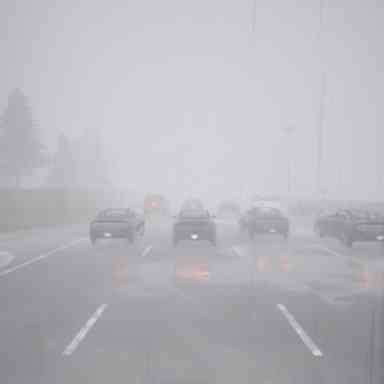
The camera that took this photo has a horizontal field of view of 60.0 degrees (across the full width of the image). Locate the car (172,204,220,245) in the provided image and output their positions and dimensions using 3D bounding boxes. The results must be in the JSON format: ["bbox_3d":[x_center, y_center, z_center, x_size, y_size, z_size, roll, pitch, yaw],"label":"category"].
[{"bbox_3d":[0.102,1.525,15.671,1.837,1.490,4.892,0,0,0],"label":"car"}]

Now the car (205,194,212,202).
[{"bbox_3d":[3.509,1.616,77.152,2.128,1.511,4.902,0,0,0],"label":"car"}]

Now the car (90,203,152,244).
[{"bbox_3d":[-3.398,1.512,15.823,2.128,1.511,4.902,0,0,0],"label":"car"}]

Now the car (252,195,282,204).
[{"bbox_3d":[7.105,1.263,32.131,2.150,2.045,5.566,0,0,0],"label":"car"}]

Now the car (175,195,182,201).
[{"bbox_3d":[-3.497,1.462,87.184,1.837,1.490,4.892,0,0,0],"label":"car"}]

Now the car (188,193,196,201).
[{"bbox_3d":[0.002,1.187,87.224,2.150,2.045,5.566,0,0,0],"label":"car"}]

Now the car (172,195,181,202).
[{"bbox_3d":[-3.491,1.569,76.769,1.882,1.535,5.008,0,0,0],"label":"car"}]

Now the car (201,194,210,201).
[{"bbox_3d":[3.503,1.317,87.174,2.097,1.767,4.553,0,0,0],"label":"car"}]

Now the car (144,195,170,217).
[{"bbox_3d":[-3.395,1.263,32.139,2.150,2.045,5.566,0,0,0],"label":"car"}]

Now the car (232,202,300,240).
[{"bbox_3d":[3.603,1.514,17.225,2.128,1.511,4.902,0,0,0],"label":"car"}]

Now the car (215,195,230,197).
[{"bbox_3d":[7.009,1.645,77.568,1.994,1.385,4.181,0,0,0],"label":"car"}]

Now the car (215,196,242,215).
[{"bbox_3d":[3.604,1.522,34.573,1.882,1.535,5.008,0,0,0],"label":"car"}]

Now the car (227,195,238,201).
[{"bbox_3d":[10.505,1.469,86.808,2.128,1.511,4.902,0,0,0],"label":"car"}]

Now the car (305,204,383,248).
[{"bbox_3d":[7.102,1.511,14.945,2.128,1.511,4.902,0,0,0],"label":"car"}]

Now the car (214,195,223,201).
[{"bbox_3d":[7.003,1.439,87.214,1.882,1.535,5.008,0,0,0],"label":"car"}]

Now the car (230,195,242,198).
[{"bbox_3d":[10.509,1.591,77.185,1.837,1.490,4.892,0,0,0],"label":"car"}]

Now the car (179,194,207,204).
[{"bbox_3d":[0.103,1.394,32.742,2.097,1.767,4.553,0,0,0],"label":"car"}]

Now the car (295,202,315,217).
[{"bbox_3d":[10.604,1.641,31.438,1.895,1.301,4.718,0,0,0],"label":"car"}]
